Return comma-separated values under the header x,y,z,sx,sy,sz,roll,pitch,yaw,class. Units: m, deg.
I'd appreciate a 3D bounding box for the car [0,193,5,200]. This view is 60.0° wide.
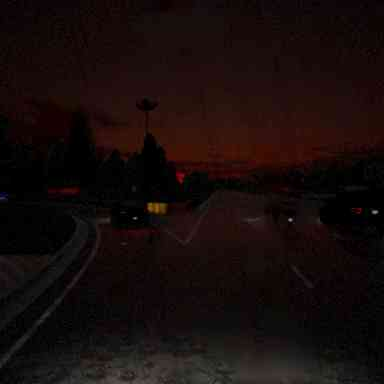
x,y,z,sx,sy,sz,roll,pitch,yaw,class
-40.637,1.025,70.714,1.812,1.442,4.674,-1,1,-45,car

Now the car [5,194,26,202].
x,y,z,sx,sy,sz,roll,pitch,yaw,class
-33.314,1.128,63.387,2.128,1.511,4.902,-1,1,-45,car

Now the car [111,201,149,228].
x,y,z,sx,sy,sz,roll,pitch,yaw,class
-4.056,1.321,21.233,1.882,1.535,5.008,0,0,-19,car

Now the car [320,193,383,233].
x,y,z,sx,sy,sz,roll,pitch,yaw,class
9.006,1.040,18.639,2.150,2.045,5.566,0,0,5,car

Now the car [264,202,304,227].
x,y,z,sx,sy,sz,roll,pitch,yaw,class
5.674,1.338,20.817,1.812,1.442,4.674,0,0,5,car
